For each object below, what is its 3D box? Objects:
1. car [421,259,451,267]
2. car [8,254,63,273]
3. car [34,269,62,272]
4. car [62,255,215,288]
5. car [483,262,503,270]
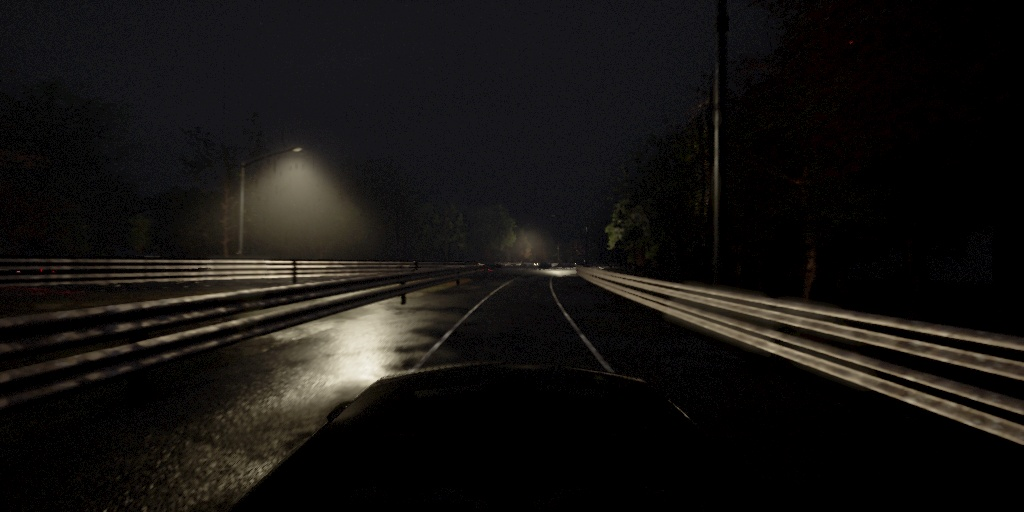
[{"bbox_3d":[-9.756,1.184,46.269,2.097,1.767,4.553,0,-1,21],"label":"car"},{"bbox_3d":[-23.942,0.680,20.056,2.128,1.511,4.902,0,-1,22],"label":"car"},{"bbox_3d":[-20.689,0.800,18.755,1.895,1.301,4.718,0,-1,22],"label":"car"},{"bbox_3d":[-17.462,0.704,17.407,2.128,1.511,4.902,0,-1,22],"label":"car"},{"bbox_3d":[-3.166,1.720,63.085,2.128,1.511,4.902,0,-1,21],"label":"car"}]
